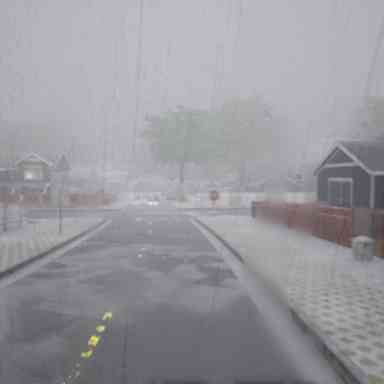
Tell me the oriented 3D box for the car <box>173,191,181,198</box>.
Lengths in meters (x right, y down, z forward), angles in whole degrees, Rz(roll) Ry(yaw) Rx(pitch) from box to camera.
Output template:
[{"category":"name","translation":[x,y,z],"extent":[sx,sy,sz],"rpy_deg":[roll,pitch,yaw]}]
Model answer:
[{"category":"car","translation":[-3.766,0.730,86.031],"extent":[2.150,2.045,5.566],"rpy_deg":[0,0,8]}]

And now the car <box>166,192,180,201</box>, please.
[{"category":"car","translation":[-4.678,1.251,76.130],"extent":[1.994,1.385,4.181],"rpy_deg":[0,0,5]}]

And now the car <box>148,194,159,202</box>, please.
[{"category":"car","translation":[-7.805,1.254,68.293],"extent":[2.128,1.511,4.902],"rpy_deg":[0,0,1]}]
